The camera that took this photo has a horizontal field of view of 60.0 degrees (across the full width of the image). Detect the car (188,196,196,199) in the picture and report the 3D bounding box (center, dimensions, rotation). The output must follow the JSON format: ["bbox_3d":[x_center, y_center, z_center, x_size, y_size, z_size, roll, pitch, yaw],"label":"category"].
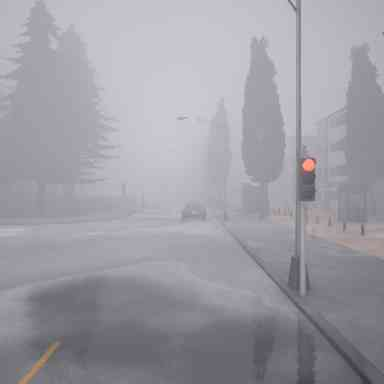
[{"bbox_3d":[0.012,1.667,73.090,1.882,1.535,5.008,0,0,0],"label":"car"}]

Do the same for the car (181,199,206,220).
[{"bbox_3d":[0.130,1.563,28.070,1.994,1.385,4.181,0,0,0],"label":"car"}]
